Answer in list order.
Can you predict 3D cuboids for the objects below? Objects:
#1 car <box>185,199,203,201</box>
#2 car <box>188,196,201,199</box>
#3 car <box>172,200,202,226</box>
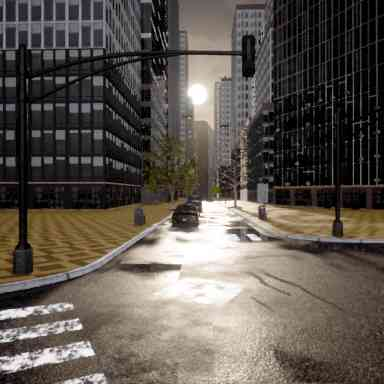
[{"bbox_3d":[-0.056,1.777,35.621,1.812,1.442,4.674,0,0,2],"label":"car"},{"bbox_3d":[0.328,1.554,46.274,2.150,2.045,5.566,0,0,2],"label":"car"},{"bbox_3d":[-0.427,1.654,25.409,1.882,1.535,5.008,0,0,2],"label":"car"}]
